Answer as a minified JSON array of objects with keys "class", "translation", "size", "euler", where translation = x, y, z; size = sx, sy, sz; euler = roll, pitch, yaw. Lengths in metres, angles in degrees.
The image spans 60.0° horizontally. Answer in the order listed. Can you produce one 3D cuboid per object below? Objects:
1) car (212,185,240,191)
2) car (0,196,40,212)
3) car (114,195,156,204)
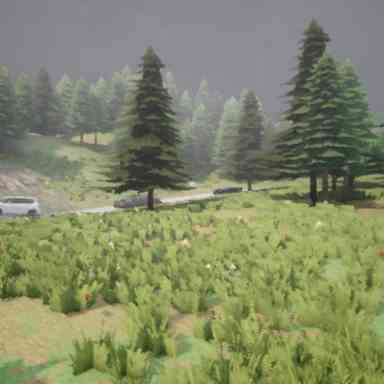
[{"class":"car","translation":[5.085,-0.288,46.777],"size":[4.718,1.301,1.895],"euler":[-7,5,-43]},{"class":"car","translation":[-15.730,1.374,28.527],"size":[2.150,2.045,5.566],"euler":[-1,-5,23]},{"class":"car","translation":[-5.866,0.988,35.875],"size":[5.357,1.411,2.033],"euler":[-7,5,-45]}]
